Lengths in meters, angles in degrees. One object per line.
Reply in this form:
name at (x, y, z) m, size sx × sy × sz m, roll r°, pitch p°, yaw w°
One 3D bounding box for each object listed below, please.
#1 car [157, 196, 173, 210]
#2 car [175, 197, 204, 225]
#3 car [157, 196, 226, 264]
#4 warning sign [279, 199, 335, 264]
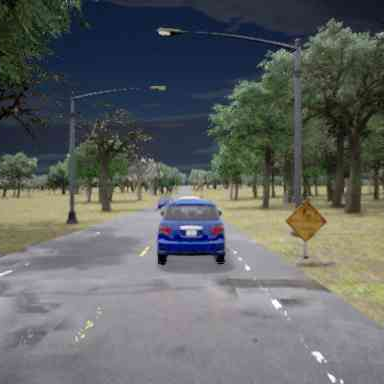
car at (-4.189, 1.638, 52.640) m, size 2.150 × 2.045 × 5.566 m, roll 0°, pitch -1°, yaw 0°
car at (-0.228, 1.432, 27.622) m, size 2.150 × 2.045 × 5.566 m, roll 0°, pitch 0°, yaw 0°
car at (-0.029, 1.301, 12.318) m, size 2.150 × 2.045 × 5.566 m, roll 0°, pitch 0°, yaw 0°
warning sign at (3.504, 1.178, 10.265) m, size 1.300 × 1.860 × 1.060 m, roll 1°, pitch 1°, yaw -1°
